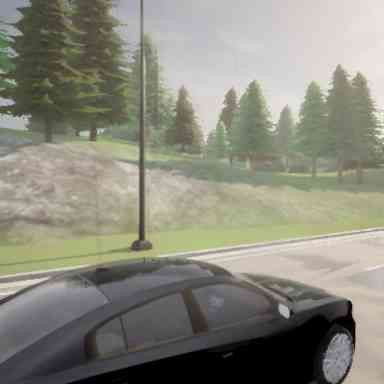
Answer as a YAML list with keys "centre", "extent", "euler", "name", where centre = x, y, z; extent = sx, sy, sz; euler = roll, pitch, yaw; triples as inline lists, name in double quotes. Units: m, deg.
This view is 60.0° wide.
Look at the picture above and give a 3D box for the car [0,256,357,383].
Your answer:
- centre: [-0.172, 1.479, 3.624]
  extent: [5.008, 1.535, 1.882]
  euler: [0, 0, -35]
  name: "car"
